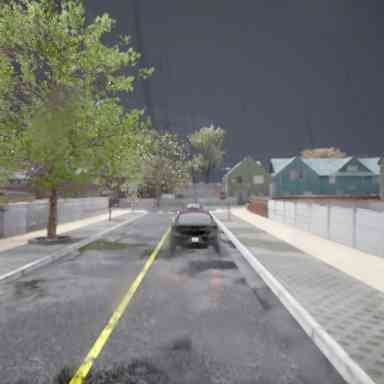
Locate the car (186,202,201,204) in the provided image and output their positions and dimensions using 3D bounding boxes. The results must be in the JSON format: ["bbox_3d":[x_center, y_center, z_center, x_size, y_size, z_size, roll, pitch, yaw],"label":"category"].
[{"bbox_3d":[0.111,1.572,28.639,1.812,1.442,4.674,0,0,0],"label":"car"}]

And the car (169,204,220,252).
[{"bbox_3d":[0.107,1.498,14.068,1.882,1.535,5.008,0,0,0],"label":"car"}]
